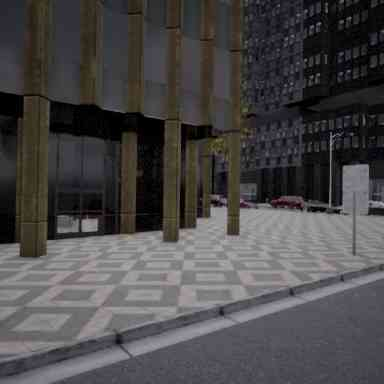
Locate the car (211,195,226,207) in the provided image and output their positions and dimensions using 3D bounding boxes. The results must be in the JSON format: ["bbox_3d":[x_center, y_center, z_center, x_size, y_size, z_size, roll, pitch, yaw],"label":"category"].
[{"bbox_3d":[3.511,1.309,47.257,2.192,1.841,5.009,1,-1,-35],"label":"car"}]

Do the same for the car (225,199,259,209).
[{"bbox_3d":[6.698,1.567,42.758,1.802,1.307,4.206,1,-1,-35],"label":"car"}]

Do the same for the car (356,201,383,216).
[{"bbox_3d":[16.271,1.514,29.271,2.008,1.369,4.403,1,-1,-35],"label":"car"}]

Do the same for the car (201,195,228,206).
[{"bbox_3d":[4.077,1.508,61.187,2.192,1.841,5.009,1,-1,-35],"label":"car"}]

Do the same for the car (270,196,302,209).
[{"bbox_3d":[13.648,1.483,47.701,2.192,1.841,5.009,1,-1,-35],"label":"car"}]

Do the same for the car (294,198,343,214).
[{"bbox_3d":[13.080,1.536,33.767,1.947,1.339,4.313,1,-1,-35],"label":"car"}]

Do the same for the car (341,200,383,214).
[{"bbox_3d":[20.026,1.703,38.707,2.008,1.369,4.403,1,-1,-35],"label":"car"}]
